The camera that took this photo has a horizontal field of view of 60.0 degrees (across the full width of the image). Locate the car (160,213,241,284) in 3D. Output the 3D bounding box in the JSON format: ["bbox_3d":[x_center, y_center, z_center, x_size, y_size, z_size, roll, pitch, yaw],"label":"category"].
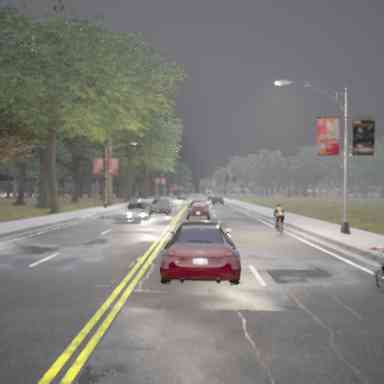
[{"bbox_3d":[0.222,1.527,9.512,1.994,1.385,4.181,0,0,1],"label":"car"}]

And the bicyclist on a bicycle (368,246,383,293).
[{"bbox_3d":[4.204,1.434,6.875,0.866,1.612,1.509,0,0,1],"label":"bicyclist on a bicycle"}]

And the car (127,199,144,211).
[{"bbox_3d":[-6.015,1.422,37.754,1.895,1.301,4.718,0,0,1],"label":"car"}]

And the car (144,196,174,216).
[{"bbox_3d":[-2.880,1.368,30.772,1.837,1.490,4.892,0,0,1],"label":"car"}]

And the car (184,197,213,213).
[{"bbox_3d":[0.513,1.421,27.399,1.812,1.442,4.674,0,0,1],"label":"car"}]

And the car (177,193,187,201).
[{"bbox_3d":[-2.111,1.060,72.208,2.097,1.767,4.553,0,0,1],"label":"car"}]

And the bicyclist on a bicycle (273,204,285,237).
[{"bbox_3d":[4.383,1.412,16.709,0.582,1.620,1.656,0,0,1],"label":"bicyclist on a bicycle"}]

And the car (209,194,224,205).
[{"bbox_3d":[4.211,1.337,55.093,1.837,1.490,4.892,0,0,1],"label":"car"}]

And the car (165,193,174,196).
[{"bbox_3d":[-5.257,0.813,78.535,1.882,1.535,5.008,0,0,1],"label":"car"}]
